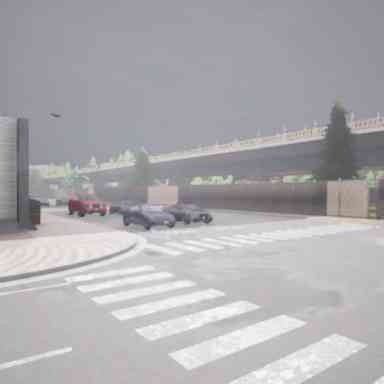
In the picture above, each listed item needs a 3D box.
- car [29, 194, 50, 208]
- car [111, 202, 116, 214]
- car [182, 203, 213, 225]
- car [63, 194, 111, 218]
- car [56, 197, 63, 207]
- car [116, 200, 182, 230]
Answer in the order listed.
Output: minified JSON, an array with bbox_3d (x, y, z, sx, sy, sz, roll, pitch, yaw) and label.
[{"bbox_3d":[-21.510,1.422,47.042,1.882,1.535,5.008,0,0,-35],"label":"car"},{"bbox_3d":[-6.411,1.508,31.868,1.994,1.385,4.181,0,0,-36],"label":"car"},{"bbox_3d":[-0.392,1.508,23.442,1.994,1.385,4.181,0,0,-36],"label":"car"},{"bbox_3d":[-9.679,1.167,30.420,2.150,2.045,5.566,0,0,-36],"label":"car"},{"bbox_3d":[-18.836,1.451,49.321,1.837,1.490,4.892,0,-1,-35],"label":"car"},{"bbox_3d":[-2.824,1.470,20.832,1.812,1.442,4.674,0,0,-35],"label":"car"}]
